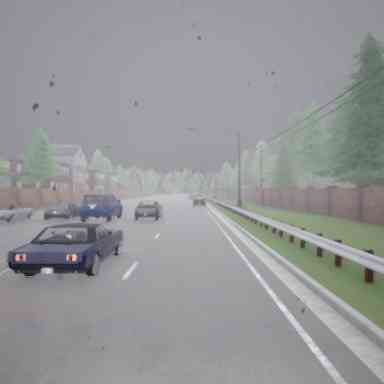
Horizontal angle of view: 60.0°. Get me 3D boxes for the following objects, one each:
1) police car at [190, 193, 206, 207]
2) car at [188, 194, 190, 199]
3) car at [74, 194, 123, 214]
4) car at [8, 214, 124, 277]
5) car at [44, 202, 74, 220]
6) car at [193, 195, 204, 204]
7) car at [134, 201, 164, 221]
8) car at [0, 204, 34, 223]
[{"bbox_3d":[1.059,1.319,49.587,1.930,1.638,5.238,0,0,0],"label":"police car"},{"bbox_3d":[0.015,1.185,85.159,1.994,1.385,4.181,0,0,0],"label":"car"},{"bbox_3d":[-6.911,1.165,25.794,2.150,2.045,5.566,0,0,0],"label":"car"},{"bbox_3d":[-3.417,1.579,10.106,1.895,1.301,4.718,0,0,0],"label":"car"},{"bbox_3d":[-10.409,1.505,27.293,1.994,1.385,4.181,0,0,0],"label":"car"},{"bbox_3d":[1.060,1.378,59.477,1.837,1.490,4.892,0,0,0],"label":"car"},{"bbox_3d":[-3.410,1.434,26.790,2.128,1.511,4.902,0,0,0],"label":"car"},{"bbox_3d":[-13.789,1.547,25.130,1.895,1.301,4.718,0,0,-1],"label":"car"}]
